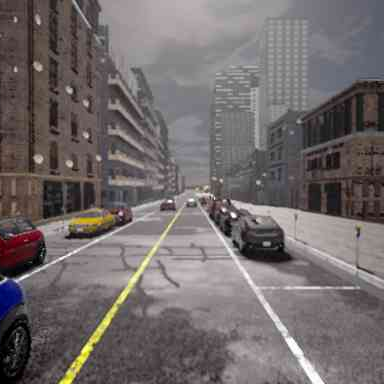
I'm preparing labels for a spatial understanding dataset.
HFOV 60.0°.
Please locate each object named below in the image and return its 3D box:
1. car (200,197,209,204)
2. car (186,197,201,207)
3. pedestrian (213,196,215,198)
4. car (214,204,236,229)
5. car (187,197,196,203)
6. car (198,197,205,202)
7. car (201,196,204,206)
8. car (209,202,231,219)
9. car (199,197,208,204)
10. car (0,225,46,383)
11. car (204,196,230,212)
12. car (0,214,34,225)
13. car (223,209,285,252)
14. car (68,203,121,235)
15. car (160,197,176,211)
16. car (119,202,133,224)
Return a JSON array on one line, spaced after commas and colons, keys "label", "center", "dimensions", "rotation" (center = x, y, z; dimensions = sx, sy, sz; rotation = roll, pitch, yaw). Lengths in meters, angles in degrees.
[{"label": "car", "center": [2.592, 1.810, 70.006], "dimensions": [1.752, 1.417, 4.829], "rotation": [-1, 0, 0]}, {"label": "car", "center": [-0.060, 1.778, 55.622], "dimensions": [2.033, 1.411, 5.357], "rotation": [0, 0, 0]}, {"label": "pedestrian", "center": [2.952, 1.481, 44.603], "dimensions": [0.375, 1.860, 0.375], "rotation": [-1, 1, 0]}, {"label": "car", "center": [2.623, 1.651, 19.618], "dimensions": [1.947, 1.339, 4.313], "rotation": [-1, 0, 0]}, {"label": "car", "center": [-0.080, 1.749, 74.394], "dimensions": [1.895, 1.301, 4.718], "rotation": [0, 0, 0]}, {"label": "car", "center": [2.578, 1.945, 92.155], "dimensions": [1.802, 1.307, 4.206], "rotation": [-1, 0, 0]}, {"label": "car", "center": [2.576, 1.557, 58.677], "dimensions": [2.192, 1.841, 5.009], "rotation": [-1, 0, 0]}, {"label": "car", "center": [2.617, 1.674, 25.198], "dimensions": [1.947, 1.339, 4.313], "rotation": [-1, 0, 0]}, {"label": "car", "center": [2.600, 1.855, 75.415], "dimensions": [2.008, 1.369, 4.403], "rotation": [-1, 0, 0]}, {"label": "car", "center": [-3.103, 1.363, 2.331], "dimensions": [2.097, 1.767, 4.553], "rotation": [0, 0, 0]}, {"label": "car", "center": [2.606, 1.447, 30.778], "dimensions": [2.192, 1.841, 5.009], "rotation": [-1, 0, 0]}, {"label": "car", "center": [-5.715, 1.481, 9.136], "dimensions": [1.967, 1.590, 4.097], "rotation": [-1, 0, 0]}, {"label": "car", "center": [2.662, 1.621, 14.046], "dimensions": [2.008, 1.369, 4.403], "rotation": [-1, 0, 0]}, {"label": "car", "center": [-5.725, 1.610, 19.389], "dimensions": [1.752, 1.417, 4.829], "rotation": [-1, 0, 0]}, {"label": "car", "center": [-3.135, 1.749, 43.991], "dimensions": [1.994, 1.385, 4.181], "rotation": [0, 0, 0]}, {"label": "car", "center": [-5.732, 1.549, 25.139], "dimensions": [1.967, 1.590, 4.097], "rotation": [-1, 0, 0]}]
